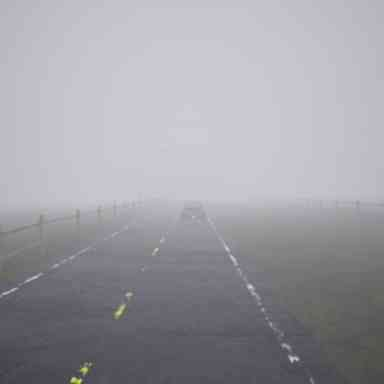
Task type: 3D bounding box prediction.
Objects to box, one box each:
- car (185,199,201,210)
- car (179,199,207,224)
[{"bbox_3d":[0.103,1.586,42.948,1.895,1.301,4.718,0,0,0],"label":"car"},{"bbox_3d":[0.102,1.481,24.849,2.128,1.511,4.902,0,0,0],"label":"car"}]
